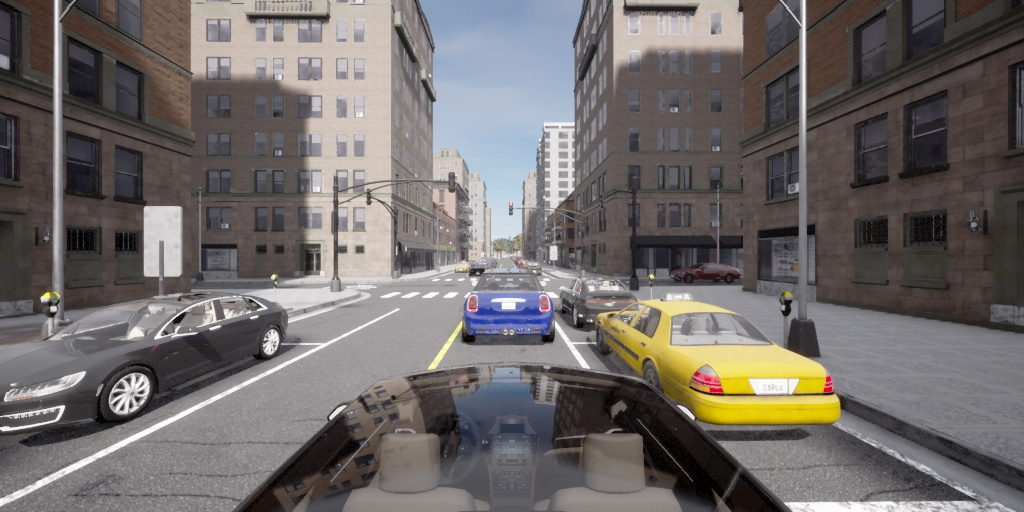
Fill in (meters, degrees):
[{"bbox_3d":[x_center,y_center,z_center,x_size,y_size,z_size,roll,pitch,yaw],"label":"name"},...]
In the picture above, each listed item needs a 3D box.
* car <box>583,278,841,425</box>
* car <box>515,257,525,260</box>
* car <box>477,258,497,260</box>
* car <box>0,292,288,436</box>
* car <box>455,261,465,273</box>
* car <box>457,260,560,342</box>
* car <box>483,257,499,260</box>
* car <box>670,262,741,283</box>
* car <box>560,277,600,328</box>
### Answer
[{"bbox_3d":[2.602,1.275,5.914,1.751,1.417,4.829,0,0,-1],"label":"car"},{"bbox_3d":[1.928,1.183,60.749,1.967,1.591,4.097,0,0,-1],"label":"car"},{"bbox_3d":[-3.386,1.294,46.862,2.033,1.411,5.357,0,0,0],"label":"car"},{"bbox_3d":[-5.429,1.300,5.646,2.007,1.370,4.403,0,0,-1],"label":"car"},{"bbox_3d":[-5.887,1.272,43.436,1.751,1.417,4.829,0,0,-1],"label":"car"},{"bbox_3d":[-0.084,1.102,9.905,2.097,1.767,4.553,0,0,0],"label":"car"},{"bbox_3d":[-3.498,1.308,56.815,1.994,1.385,4.181,0,0,-1],"label":"car"},{"bbox_3d":[13.931,1.186,25.926,4.674,1.442,1.812,0,0,1],"label":"car"},{"bbox_3d":[2.534,1.300,11.150,2.007,1.370,4.403,0,0,-1],"label":"car"}]
